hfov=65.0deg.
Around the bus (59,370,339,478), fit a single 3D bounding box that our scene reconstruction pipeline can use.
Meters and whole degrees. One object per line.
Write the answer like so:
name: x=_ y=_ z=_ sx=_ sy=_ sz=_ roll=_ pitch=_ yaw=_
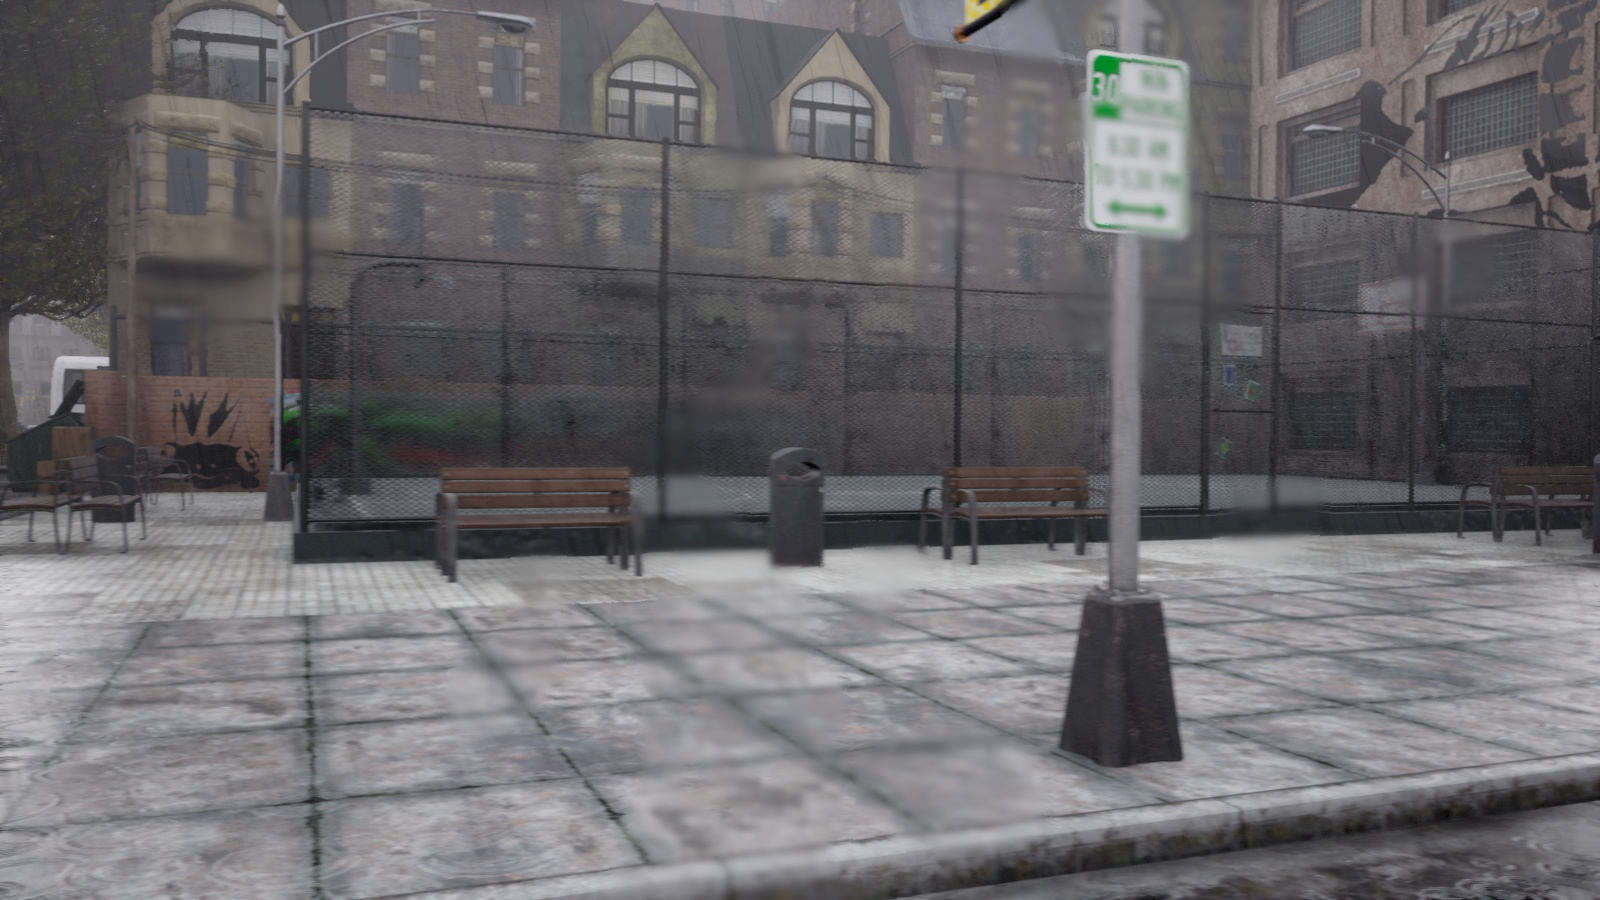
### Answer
bus: x=-25.181 y=-1.115 z=53.125 sx=10.273 sy=4.253 sz=3.944 roll=-1 pitch=1 yaw=-25
